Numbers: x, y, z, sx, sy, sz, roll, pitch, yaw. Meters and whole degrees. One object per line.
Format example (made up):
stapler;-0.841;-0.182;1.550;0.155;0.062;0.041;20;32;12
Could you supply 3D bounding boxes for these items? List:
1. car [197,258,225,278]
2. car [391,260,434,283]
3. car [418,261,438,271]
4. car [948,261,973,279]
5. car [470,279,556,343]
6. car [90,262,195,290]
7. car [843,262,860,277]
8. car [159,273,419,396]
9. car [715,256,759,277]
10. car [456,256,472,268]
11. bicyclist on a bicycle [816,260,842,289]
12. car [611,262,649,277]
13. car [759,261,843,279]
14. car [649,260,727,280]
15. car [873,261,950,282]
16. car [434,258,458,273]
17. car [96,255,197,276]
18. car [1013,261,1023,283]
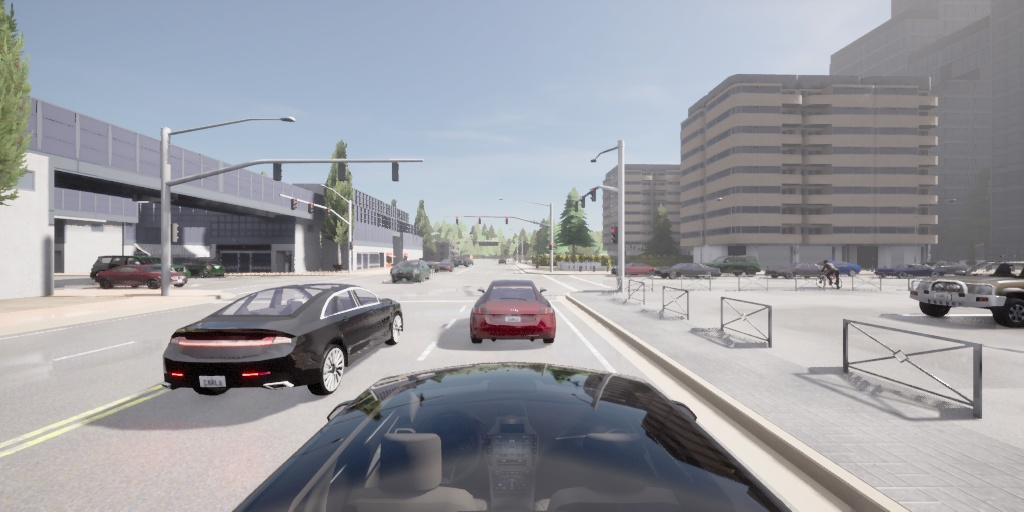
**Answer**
car;-29.026;1.102;32.690;4.553;1.767;2.097;0;0;-1
car;-7.646;1.102;27.432;2.097;1.767;4.553;0;0;-2
car;-11.941;1.351;51.172;1.895;1.301;4.718;0;0;-1
car;41.778;1.255;35.457;4.892;1.490;1.837;0;0;-1
car;0.009;1.314;9.644;1.994;1.385;4.181;0;0;0
car;-22.895;1.276;22.199;4.674;1.442;1.812;0;0;0
car;31.103;1.228;35.178;5.008;1.535;1.882;0;0;-2
car;-3.476;1.242;6.585;2.128;1.511;4.902;0;0;0
car;21.077;0.971;34.884;5.566;2.045;2.150;0;0;-2
car;-8.710;0.974;61.949;2.150;2.045;5.566;0;0;-1
bicyclist on a bicycle;17.920;1.052;20.297;0.582;1.620;1.656;0;0;-2
car;11.734;1.314;34.600;4.181;1.385;1.994;0;0;-2
car;25.295;1.297;31.507;5.357;1.411;2.033;0;0;-2
car;15.225;1.297;31.204;5.357;1.411;2.033;0;0;-2
car;35.158;1.351;31.791;4.718;1.301;1.895;0;0;-2
car;-8.229;1.314;44.059;1.994;1.385;4.181;0;0;-2
car;-26.453;0.971;25.594;5.566;2.045;2.150;0;0;-1
car;43.291;1.314;28.395;4.181;1.385;1.994;0;0;-1
